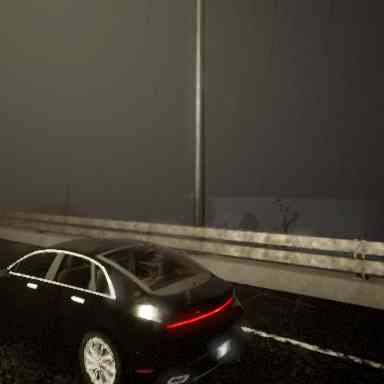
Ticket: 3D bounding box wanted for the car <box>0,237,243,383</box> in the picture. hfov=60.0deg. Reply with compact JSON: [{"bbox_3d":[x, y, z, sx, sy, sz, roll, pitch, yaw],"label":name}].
[{"bbox_3d":[-1.609,1.479,5.162,4.892,1.490,1.837,1,1,36],"label":"car"}]
